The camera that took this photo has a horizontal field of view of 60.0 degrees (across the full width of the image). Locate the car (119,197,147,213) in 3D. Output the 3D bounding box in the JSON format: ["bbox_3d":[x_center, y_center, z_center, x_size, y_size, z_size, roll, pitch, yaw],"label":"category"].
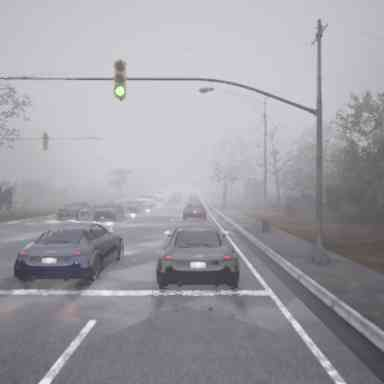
[{"bbox_3d":[-6.900,1.648,38.689,2.033,1.411,5.357,0,0,0],"label":"car"}]

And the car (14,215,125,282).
[{"bbox_3d":[-3.359,1.590,9.854,1.994,1.385,4.181,0,0,0],"label":"car"}]

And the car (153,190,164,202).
[{"bbox_3d":[-6.673,0.715,63.444,2.150,2.045,5.566,0,3,0],"label":"car"}]

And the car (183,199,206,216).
[{"bbox_3d":[0.245,1.642,29.961,1.994,1.385,4.181,0,0,0],"label":"car"}]

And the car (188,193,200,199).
[{"bbox_3d":[0.312,1.010,60.016,2.097,1.767,4.553,0,3,0],"label":"car"}]

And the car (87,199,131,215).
[{"bbox_3d":[-6.964,1.622,28.614,2.033,1.411,5.357,0,0,0],"label":"car"}]

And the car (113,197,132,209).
[{"bbox_3d":[-10.288,1.584,49.658,1.812,1.442,4.674,0,1,1],"label":"car"}]

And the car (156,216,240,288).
[{"bbox_3d":[0.140,1.589,9.371,1.994,1.385,4.181,0,0,0],"label":"car"}]

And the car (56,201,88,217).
[{"bbox_3d":[-10.431,1.582,29.916,1.837,1.490,4.892,0,0,3],"label":"car"}]

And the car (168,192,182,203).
[{"bbox_3d":[-3.188,1.221,60.054,1.994,1.385,4.181,0,3,0],"label":"car"}]

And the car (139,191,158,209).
[{"bbox_3d":[-6.807,1.292,48.970,2.150,2.045,5.566,0,1,1],"label":"car"}]
